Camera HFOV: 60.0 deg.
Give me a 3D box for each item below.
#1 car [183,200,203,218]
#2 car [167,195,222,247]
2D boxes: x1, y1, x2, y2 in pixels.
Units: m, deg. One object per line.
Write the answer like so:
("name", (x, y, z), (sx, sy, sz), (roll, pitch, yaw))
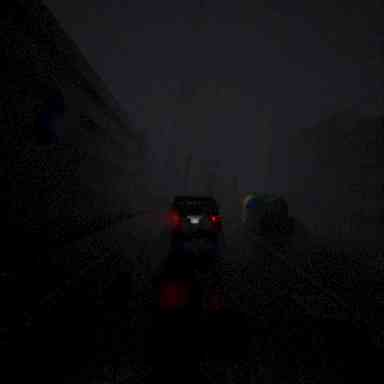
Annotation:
("car", (0.089, 1.597, 32.706), (1.882, 1.535, 5.008), (0, -1, 0))
("car", (0.086, 1.166, 14.872), (2.150, 2.045, 5.566), (0, 0, 0))
